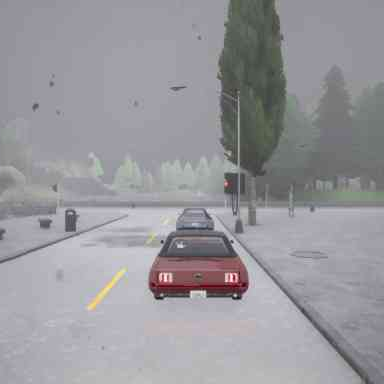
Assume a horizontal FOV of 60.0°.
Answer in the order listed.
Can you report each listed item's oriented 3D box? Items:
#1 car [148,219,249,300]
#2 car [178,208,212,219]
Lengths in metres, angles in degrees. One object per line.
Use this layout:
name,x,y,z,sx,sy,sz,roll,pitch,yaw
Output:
car,0.127,1.601,8.351,1.895,1.301,4.718,0,0,0
car,0.162,1.564,18.390,1.994,1.385,4.181,0,0,0
